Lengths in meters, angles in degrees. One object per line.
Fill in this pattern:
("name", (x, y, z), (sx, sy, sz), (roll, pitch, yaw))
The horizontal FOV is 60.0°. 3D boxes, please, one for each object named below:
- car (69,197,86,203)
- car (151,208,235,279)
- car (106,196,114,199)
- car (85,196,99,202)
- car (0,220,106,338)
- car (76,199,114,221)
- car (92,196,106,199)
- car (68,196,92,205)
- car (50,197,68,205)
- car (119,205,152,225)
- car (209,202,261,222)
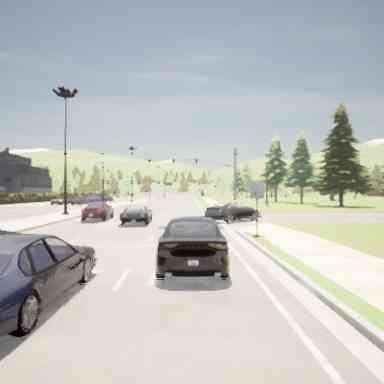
("car", (-23.314, 1.612, 67.813), (1.895, 1.301, 4.718), (0, 0, 0))
("car", (-0.011, 1.480, 10.127), (1.882, 1.535, 5.008), (0, 0, -1))
("car", (-19.818, 1.572, 78.513), (1.994, 1.385, 4.181), (0, 0, 0))
("car", (-23.318, 1.572, 77.715), (1.994, 1.385, 4.181), (0, 0, 0))
("car", (-3.453, 1.549, 6.562), (2.033, 1.411, 5.357), (0, 0, -1))
("car", (-7.560, 1.532, 26.856), (1.812, 1.442, 4.674), (0, 0, -2))
("car", (-19.815, 1.495, 68.445), (1.882, 1.535, 5.008), (0, 0, 0))
("car", (-19.811, 1.520, 58.988), (1.837, 1.490, 4.892), (0, 0, 0))
("car", (-23.311, 1.616, 58.919), (1.895, 1.301, 4.718), (0, 0, 0))
("car", (-3.939, 1.607, 24.115), (1.895, 1.301, 4.718), (0, 0, -2))
("car", (3.160, 1.498, 24.898), (4.902, 1.511, 2.128), (0, -1, -41))
